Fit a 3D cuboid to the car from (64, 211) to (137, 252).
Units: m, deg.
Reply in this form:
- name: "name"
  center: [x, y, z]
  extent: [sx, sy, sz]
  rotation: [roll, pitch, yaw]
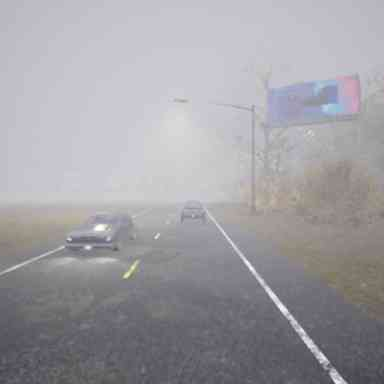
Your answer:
- name: "car"
  center: [-3.584, 1.543, 14.141]
  extent: [2.033, 1.411, 5.357]
  rotation: [0, 0, 0]

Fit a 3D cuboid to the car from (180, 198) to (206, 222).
- name: "car"
  center: [0.089, 1.482, 25.707]
  extent: [2.128, 1.511, 4.902]
  rotation: [0, 0, 0]

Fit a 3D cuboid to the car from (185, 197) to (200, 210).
- name: "car"
  center: [0.088, 1.462, 43.262]
  extent: [1.882, 1.535, 5.008]
  rotation: [0, 0, 0]
